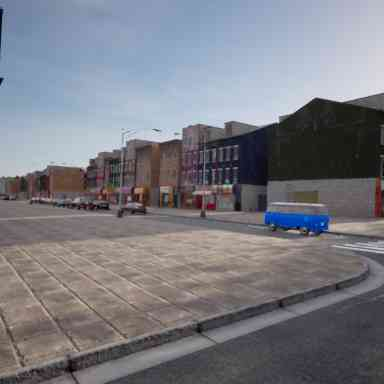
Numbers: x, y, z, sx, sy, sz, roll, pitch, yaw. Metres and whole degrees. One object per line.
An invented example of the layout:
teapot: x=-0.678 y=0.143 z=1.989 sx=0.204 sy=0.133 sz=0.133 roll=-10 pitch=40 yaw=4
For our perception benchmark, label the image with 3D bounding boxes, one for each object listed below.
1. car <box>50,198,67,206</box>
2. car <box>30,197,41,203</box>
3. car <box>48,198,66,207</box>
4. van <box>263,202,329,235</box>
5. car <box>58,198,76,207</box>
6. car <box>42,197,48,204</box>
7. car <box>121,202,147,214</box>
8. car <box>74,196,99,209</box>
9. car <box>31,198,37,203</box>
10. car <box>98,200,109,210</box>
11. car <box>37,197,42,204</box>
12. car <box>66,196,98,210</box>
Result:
car: x=-25.820 y=1.887 z=64.324 sx=1.947 sy=1.339 sz=4.313 roll=3 pitch=-2 yaw=-36
car: x=-38.615 y=2.011 z=82.057 sx=1.802 sy=1.307 sz=4.206 roll=3 pitch=-2 yaw=-36
car: x=-20.686 y=1.710 z=52.710 sx=2.033 sy=1.411 sz=5.357 roll=3 pitch=-2 yaw=-36
van: x=6.171 y=1.555 z=19.992 sx=1.690 sy=1.788 sz=3.998 roll=3 pitch=-2 yaw=-36
car: x=-22.621 y=1.844 z=59.891 sx=1.887 sy=1.381 sz=4.507 roll=3 pitch=-2 yaw=-36
car: x=-29.117 y=1.871 z=68.897 sx=1.752 sy=1.417 sz=4.829 roll=3 pitch=-2 yaw=-36
car: x=-6.630 y=1.809 z=37.722 sx=1.802 sy=1.307 sz=4.206 roll=3 pitch=-2 yaw=-36
car: x=-16.216 y=1.578 z=51.029 sx=2.192 sy=1.841 sz=5.009 roll=3 pitch=-2 yaw=-36
car: x=-35.412 y=1.839 z=77.628 sx=1.967 sy=1.590 sz=4.097 roll=3 pitch=-2 yaw=-36
car: x=-13.026 y=1.814 z=46.590 sx=1.947 sy=1.339 sz=4.313 roll=3 pitch=-2 yaw=-36
car: x=-32.218 y=1.953 z=73.191 sx=1.802 sy=1.307 sz=4.206 roll=3 pitch=-2 yaw=-36
car: x=-14.860 y=1.490 z=44.738 sx=2.097 sy=1.767 sz=4.553 roll=3 pitch=-2 yaw=-35
